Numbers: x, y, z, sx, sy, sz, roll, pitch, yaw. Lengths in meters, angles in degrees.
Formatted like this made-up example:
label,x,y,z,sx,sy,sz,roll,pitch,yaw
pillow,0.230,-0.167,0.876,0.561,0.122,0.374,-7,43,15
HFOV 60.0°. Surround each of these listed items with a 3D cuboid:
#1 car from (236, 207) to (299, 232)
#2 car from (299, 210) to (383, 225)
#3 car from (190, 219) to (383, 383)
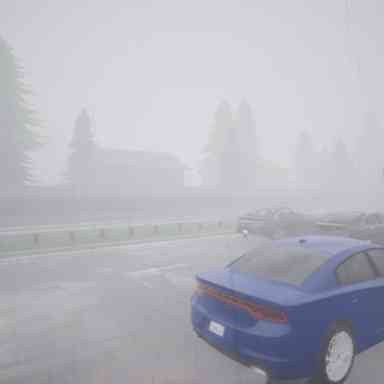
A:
label,x,y,z,sx,sy,sz,roll,pitch,yaw
car,4.219,1.437,15.353,4.902,1.511,2.128,0,0,-35
car,6.466,1.449,12.655,4.892,1.490,1.837,0,0,-35
car,2.308,1.456,5.391,5.008,1.535,1.882,0,0,-35
